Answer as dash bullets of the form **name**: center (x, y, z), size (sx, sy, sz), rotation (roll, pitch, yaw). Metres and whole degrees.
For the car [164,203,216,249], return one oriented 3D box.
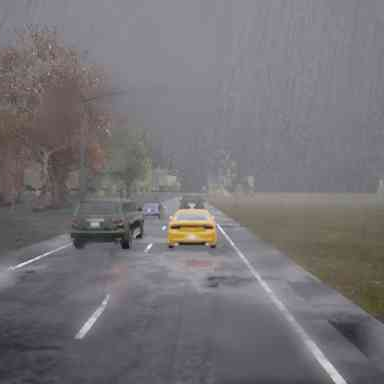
- **car**: center (0.000, 1.487, 14.650), size (1.882, 1.535, 5.008), rotation (0, 0, 0)

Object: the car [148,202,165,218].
- **car**: center (-3.500, 1.569, 29.651), size (2.033, 1.411, 5.357), rotation (0, 0, 0)

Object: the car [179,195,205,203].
- **car**: center (0.000, 1.263, 29.682), size (2.150, 2.045, 5.566), rotation (0, 0, 0)

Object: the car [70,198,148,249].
- **car**: center (-3.500, 1.260, 14.681), size (2.150, 2.045, 5.566), rotation (0, 0, 0)
